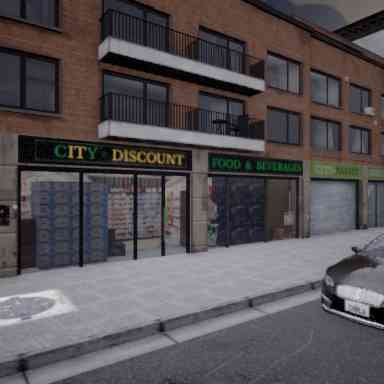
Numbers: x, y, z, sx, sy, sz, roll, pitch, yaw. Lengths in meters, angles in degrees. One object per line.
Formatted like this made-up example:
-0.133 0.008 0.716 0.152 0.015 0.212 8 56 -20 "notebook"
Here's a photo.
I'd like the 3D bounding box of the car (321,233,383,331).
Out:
4.488 1.490 6.451 4.902 1.511 2.128 0 0 -35 "car"
